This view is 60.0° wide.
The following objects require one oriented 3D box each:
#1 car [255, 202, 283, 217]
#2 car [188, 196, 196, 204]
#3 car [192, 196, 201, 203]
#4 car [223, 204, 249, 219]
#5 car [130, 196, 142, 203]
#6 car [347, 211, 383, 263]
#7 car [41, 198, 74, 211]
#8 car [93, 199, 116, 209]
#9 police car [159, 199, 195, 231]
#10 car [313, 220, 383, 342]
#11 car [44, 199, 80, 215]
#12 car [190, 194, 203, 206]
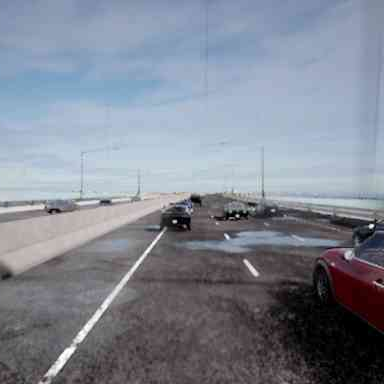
[{"bbox_3d":[7.299,1.650,31.882,1.994,1.385,4.181,0,0,1],"label":"car"},{"bbox_3d":[-0.788,1.577,37.321,1.882,1.535,5.008,0,0,1],"label":"car"},{"bbox_3d":[0.970,1.626,72.661,1.812,1.442,4.674,0,0,2],"label":"car"},{"bbox_3d":[3.771,1.682,29.647,1.895,1.301,4.718,0,0,1],"label":"car"},{"bbox_3d":[-12.911,1.699,77.024,2.033,1.411,5.357,0,0,2],"label":"car"},{"bbox_3d":[7.129,1.510,10.829,1.882,1.535,5.008,0,0,0],"label":"car"},{"bbox_3d":[-17.235,1.604,42.835,2.128,1.511,4.902,0,0,1],"label":"car"},{"bbox_3d":[-10.287,1.630,39.655,1.812,1.442,4.674,0,0,1],"label":"car"},{"bbox_3d":[-0.961,1.486,21.456,1.930,1.638,5.238,0,0,0],"label":"police car"},{"bbox_3d":[3.612,1.368,5.212,2.097,1.767,4.553,0,0,0],"label":"car"},{"bbox_3d":[-13.848,1.645,36.173,2.033,1.411,5.357,0,0,1],"label":"car"},{"bbox_3d":[0.574,1.360,56.049,2.150,2.045,5.566,0,0,1],"label":"car"}]
